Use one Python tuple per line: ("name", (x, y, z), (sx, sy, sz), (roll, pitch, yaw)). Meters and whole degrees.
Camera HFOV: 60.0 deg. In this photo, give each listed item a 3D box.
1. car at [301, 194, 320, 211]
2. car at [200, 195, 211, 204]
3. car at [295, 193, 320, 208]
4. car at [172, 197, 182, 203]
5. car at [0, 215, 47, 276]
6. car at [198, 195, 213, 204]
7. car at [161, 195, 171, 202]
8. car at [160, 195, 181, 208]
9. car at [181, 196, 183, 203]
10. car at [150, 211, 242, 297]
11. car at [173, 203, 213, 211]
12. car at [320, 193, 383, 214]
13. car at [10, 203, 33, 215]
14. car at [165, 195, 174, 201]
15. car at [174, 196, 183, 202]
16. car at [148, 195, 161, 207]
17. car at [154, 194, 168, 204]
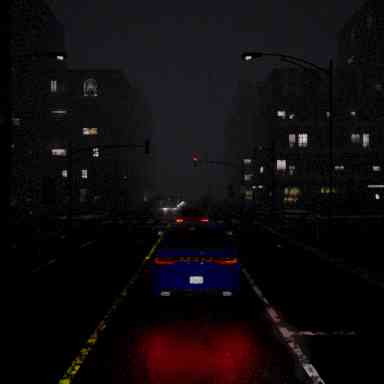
("car", (14.727, 1.205, 35.637), (4.892, 1.490, 1.837), (-1, 0, -1))
("car", (2.590, 1.461, 63.238), (1.967, 1.590, 4.097), (0, 0, 0))
("car", (14.499, 1.015, 38.206), (5.009, 1.841, 2.192), (-1, 1, -1))
("car", (-3.110, 1.627, 69.343), (1.895, 1.301, 4.718), (0, 0, 0))
("car", (-5.756, 1.582, 9.834), (1.802, 1.307, 4.206), (0, 0, 0))
("car", (2.598, 1.458, 57.556), (1.967, 1.590, 4.097), (0, 0, 0))
("car", (-5.809, 1.470, 74.588), (1.967, 1.590, 4.097), (0, 0, 0))
("car", (-3.158, 1.560, 49.230), (2.033, 1.411, 5.357), (0, 0, -1))
("car", (-3.170, 1.371, 59.201), (2.097, 1.767, 4.553), (0, 0, 0))
("car", (0.090, 1.477, 8.632), (1.882, 1.535, 5.008), (0, 0, 0))
("car", (0.070, 1.526, 17.973), (1.812, 1.442, 4.674), (0, 0, 1))
("car", (14.647, 1.029, 29.828), (5.009, 1.841, 2.192), (-1, 1, -1))
("car", (-18.034, 1.803, 32.102), (4.902, 1.511, 2.128), (-1, 0, -1))
("car", (-5.827, 1.480, 85.953), (1.967, 1.590, 4.097), (0, 0, 0))
("car", (-3.126, 1.620, 79.392), (1.895, 1.301, 4.718), (0, 0, 0))
("car", (-5.772, 1.580, 51.858), (1.947, 1.339, 4.313), (0, 0, 0))
("car", (-5.791, 1.336, 63.223), (2.192, 1.841, 5.009), (0, 0, 0))
